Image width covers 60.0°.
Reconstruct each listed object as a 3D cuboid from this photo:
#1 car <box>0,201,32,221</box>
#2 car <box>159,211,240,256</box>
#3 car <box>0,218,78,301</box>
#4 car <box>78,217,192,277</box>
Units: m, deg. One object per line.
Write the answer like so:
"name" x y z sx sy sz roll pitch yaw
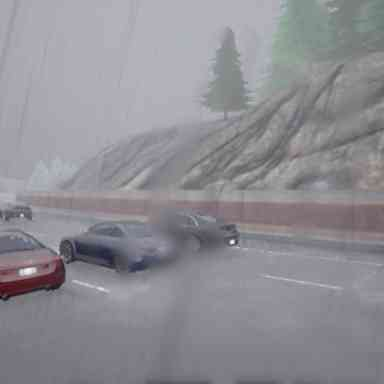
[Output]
"car" -14.286 1.486 26.512 1.837 1.490 4.892 0 0 -43
"car" -0.442 1.521 13.356 4.892 1.490 1.837 0 0 39
"car" -4.837 1.557 7.930 4.181 1.385 1.994 0 0 39
"car" -2.341 1.569 10.407 4.181 1.385 1.994 0 0 39
